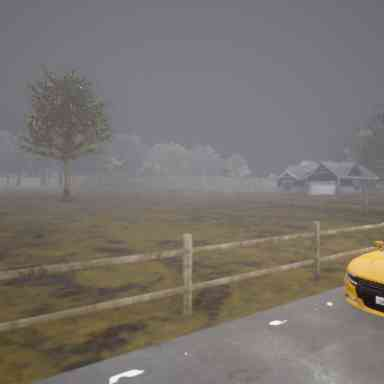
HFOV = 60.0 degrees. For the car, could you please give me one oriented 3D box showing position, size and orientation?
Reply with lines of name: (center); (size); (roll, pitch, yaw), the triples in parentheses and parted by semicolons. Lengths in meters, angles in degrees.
car: (5.041, 1.427, 6.663); (5.008, 1.535, 1.882); (-1, 0, -35)
